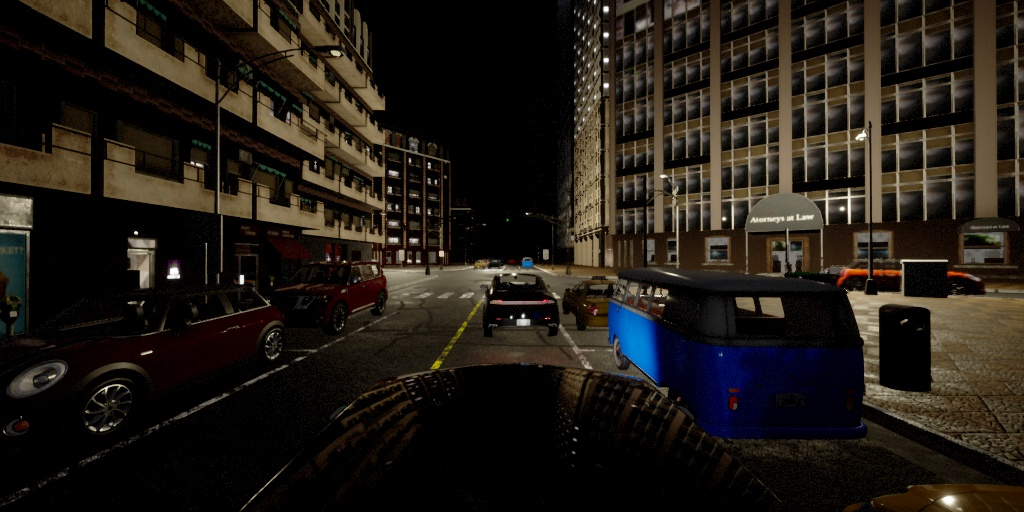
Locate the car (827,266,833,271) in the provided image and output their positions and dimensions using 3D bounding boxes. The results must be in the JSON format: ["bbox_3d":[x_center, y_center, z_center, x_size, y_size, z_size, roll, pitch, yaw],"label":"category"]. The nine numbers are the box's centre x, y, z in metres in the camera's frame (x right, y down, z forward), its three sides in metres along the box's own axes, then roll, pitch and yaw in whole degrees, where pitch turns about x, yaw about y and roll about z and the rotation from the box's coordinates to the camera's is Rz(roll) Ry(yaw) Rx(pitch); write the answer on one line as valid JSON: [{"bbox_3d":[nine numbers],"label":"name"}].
[{"bbox_3d":[18.302,1.194,20.409,4.718,1.301,1.895,-1,-1,40],"label":"car"}]

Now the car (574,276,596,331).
[{"bbox_3d":[2.562,1.278,10.857,1.751,1.417,4.829,0,0,0],"label":"car"}]

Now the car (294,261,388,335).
[{"bbox_3d":[-5.318,1.068,10.678,2.192,1.841,5.009,0,0,0],"label":"car"}]

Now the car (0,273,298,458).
[{"bbox_3d":[-5.316,1.191,5.142,1.967,1.591,4.097,0,0,0],"label":"car"}]

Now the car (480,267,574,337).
[{"bbox_3d":[0.130,1.244,10.293,2.128,1.511,4.902,0,0,-3],"label":"car"}]

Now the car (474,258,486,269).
[{"bbox_3d":[-5.335,1.351,59.508,1.751,1.417,4.829,0,0,0],"label":"car"}]

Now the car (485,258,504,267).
[{"bbox_3d":[-2.837,1.425,58.768,1.895,1.301,4.718,0,0,2],"label":"car"}]

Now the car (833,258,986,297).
[{"bbox_3d":[18.159,0.912,16.647,4.553,1.767,2.097,-1,-1,41],"label":"car"}]

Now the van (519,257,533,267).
[{"bbox_3d":[2.546,1.167,59.680,1.690,1.789,3.998,0,0,0],"label":"van"}]

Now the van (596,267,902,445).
[{"bbox_3d":[2.564,1.092,5.150,1.690,1.789,3.998,0,0,0],"label":"van"}]
